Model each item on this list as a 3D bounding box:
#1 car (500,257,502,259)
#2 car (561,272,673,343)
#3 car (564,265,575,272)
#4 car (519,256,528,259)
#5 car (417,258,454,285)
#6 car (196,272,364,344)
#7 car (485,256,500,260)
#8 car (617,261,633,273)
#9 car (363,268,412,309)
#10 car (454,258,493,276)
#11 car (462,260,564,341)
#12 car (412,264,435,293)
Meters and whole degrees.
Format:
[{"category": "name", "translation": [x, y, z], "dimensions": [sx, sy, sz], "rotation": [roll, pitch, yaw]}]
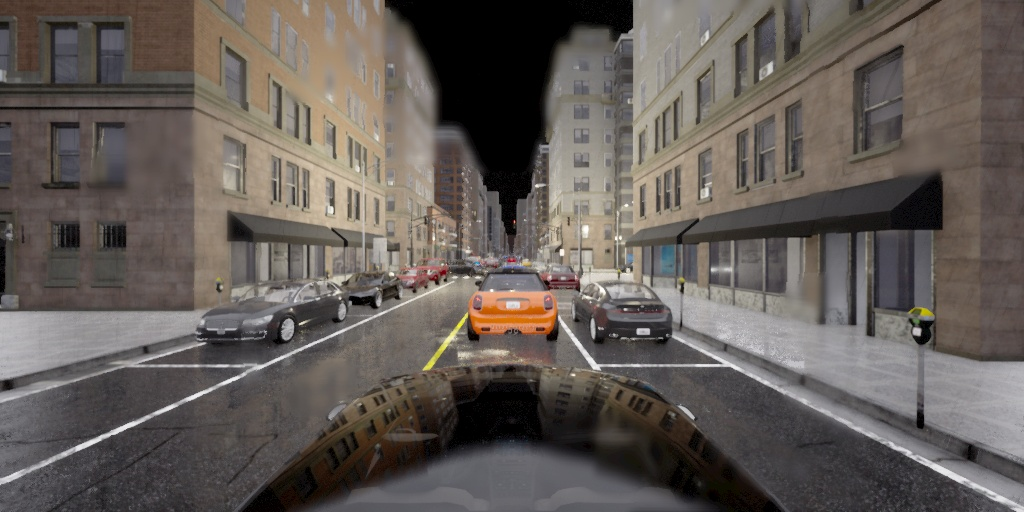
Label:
[{"category": "car", "translation": [-3.123, 1.245, 62.863], "dimensions": [1.812, 1.442, 4.674], "rotation": [0, 0, 0]}, {"category": "car", "translation": [2.663, 1.298, 9.447], "dimensions": [2.007, 1.370, 4.403], "rotation": [0, 0, 0]}, {"category": "car", "translation": [2.653, 1.183, 20.498], "dimensions": [1.967, 1.591, 4.097], "rotation": [0, 0, 0]}, {"category": "car", "translation": [2.612, 1.244, 64.329], "dimensions": [1.751, 1.417, 4.829], "rotation": [0, 0, 0]}, {"category": "car", "translation": [-5.878, 1.055, 25.988], "dimensions": [2.192, 1.841, 5.009], "rotation": [0, 0, 0]}, {"category": "car", "translation": [-5.863, 1.298, 9.416], "dimensions": [2.007, 1.370, 4.403], "rotation": [0, 0, 0]}, {"category": "car", "translation": [-3.133, 1.202, 53.520], "dimensions": [1.882, 1.535, 5.008], "rotation": [0, 0, 0]}, {"category": "car", "translation": [14.530, 1.228, 41.134], "dimensions": [4.892, 1.490, 1.837], "rotation": [0, 0, 1]}, {"category": "car", "translation": [-5.868, 1.311, 14.941], "dimensions": [1.948, 1.339, 4.313], "rotation": [0, 0, 0]}, {"category": "car", "translation": [-4.385, 1.242, 34.548], "dimensions": [4.892, 1.490, 1.837], "rotation": [0, -3, 39]}, {"category": "car", "translation": [0.014, 1.099, 10.021], "dimensions": [2.097, 1.767, 4.553], "rotation": [0, 0, 0]}, {"category": "car", "translation": [-5.873, 1.325, 20.464], "dimensions": [1.802, 1.307, 4.207], "rotation": [0, 0, 0]}]
